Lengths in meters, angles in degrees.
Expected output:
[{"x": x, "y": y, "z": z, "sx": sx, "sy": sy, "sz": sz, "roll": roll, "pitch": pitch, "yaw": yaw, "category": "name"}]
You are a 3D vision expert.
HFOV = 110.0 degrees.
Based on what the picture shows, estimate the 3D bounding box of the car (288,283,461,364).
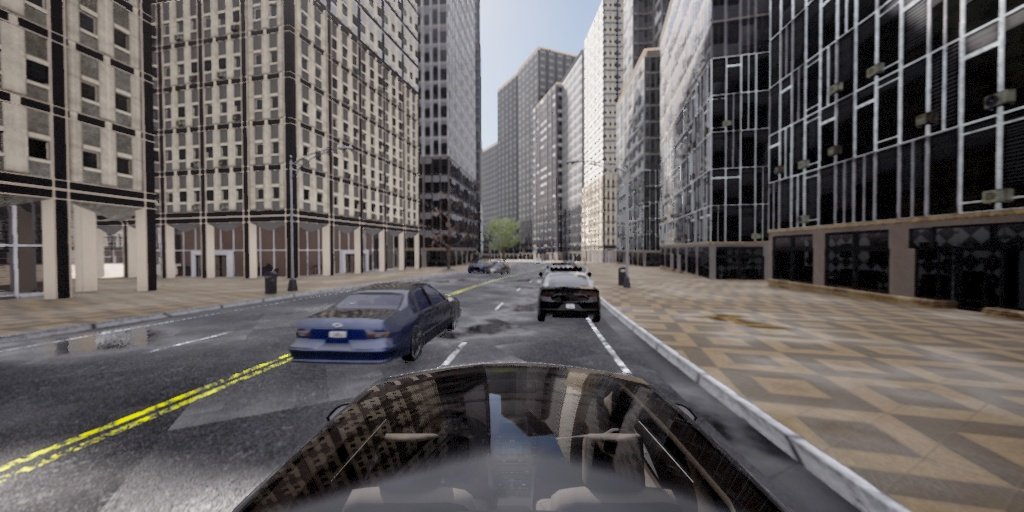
[{"x": -2.606, "y": 1.322, "z": 8.292, "sx": 2.033, "sy": 1.411, "sz": 5.357, "roll": 0, "pitch": 0, "yaw": 5, "category": "car"}]

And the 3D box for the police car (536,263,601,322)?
[{"x": 1.887, "y": 1.203, "z": 12.583, "sx": 1.930, "sy": 1.638, "sz": 5.238, "roll": 0, "pitch": 0, "yaw": 6, "category": "police car"}]

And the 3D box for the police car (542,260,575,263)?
[{"x": 3.074, "y": 1.230, "z": 22.264, "sx": 1.930, "sy": 1.638, "sz": 5.238, "roll": 0, "pitch": 0, "yaw": 8, "category": "police car"}]

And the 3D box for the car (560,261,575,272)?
[{"x": 7.924, "y": 1.395, "z": 51.054, "sx": 1.812, "sy": 1.442, "sz": 4.674, "roll": 0, "pitch": 0, "yaw": 14, "category": "car"}]

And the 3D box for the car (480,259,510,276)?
[{"x": -1.491, "y": 1.336, "z": 39.334, "sx": 2.128, "sy": 1.511, "sz": 4.902, "roll": 0, "pitch": 0, "yaw": 12, "category": "car"}]

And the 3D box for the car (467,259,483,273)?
[{"x": -3.833, "y": 1.202, "z": 43.866, "sx": 2.097, "sy": 1.767, "sz": 4.553, "roll": 0, "pitch": 0, "yaw": 13, "category": "car"}]
